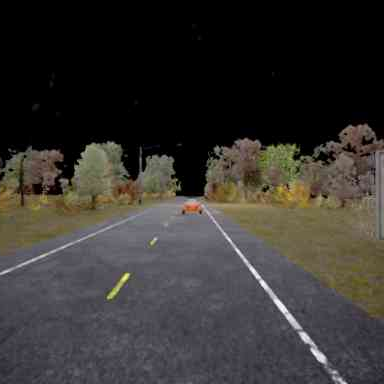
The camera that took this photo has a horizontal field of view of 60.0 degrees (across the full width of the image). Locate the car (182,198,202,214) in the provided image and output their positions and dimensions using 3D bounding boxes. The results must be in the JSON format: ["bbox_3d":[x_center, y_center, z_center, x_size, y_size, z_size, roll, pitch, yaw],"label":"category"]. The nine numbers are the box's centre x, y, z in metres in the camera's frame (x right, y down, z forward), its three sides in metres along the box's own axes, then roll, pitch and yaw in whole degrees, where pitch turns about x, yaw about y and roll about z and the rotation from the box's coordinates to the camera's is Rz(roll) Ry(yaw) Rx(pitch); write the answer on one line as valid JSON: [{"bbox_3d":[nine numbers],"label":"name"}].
[{"bbox_3d":[0.006,1.381,35.730,2.097,1.767,4.553,0,0,0],"label":"car"}]

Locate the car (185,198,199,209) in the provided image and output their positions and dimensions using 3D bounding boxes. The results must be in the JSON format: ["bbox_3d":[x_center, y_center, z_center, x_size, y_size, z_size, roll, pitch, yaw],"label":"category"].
[{"bbox_3d":[0.026,1.573,47.835,1.812,1.442,4.674,0,0,0],"label":"car"}]
